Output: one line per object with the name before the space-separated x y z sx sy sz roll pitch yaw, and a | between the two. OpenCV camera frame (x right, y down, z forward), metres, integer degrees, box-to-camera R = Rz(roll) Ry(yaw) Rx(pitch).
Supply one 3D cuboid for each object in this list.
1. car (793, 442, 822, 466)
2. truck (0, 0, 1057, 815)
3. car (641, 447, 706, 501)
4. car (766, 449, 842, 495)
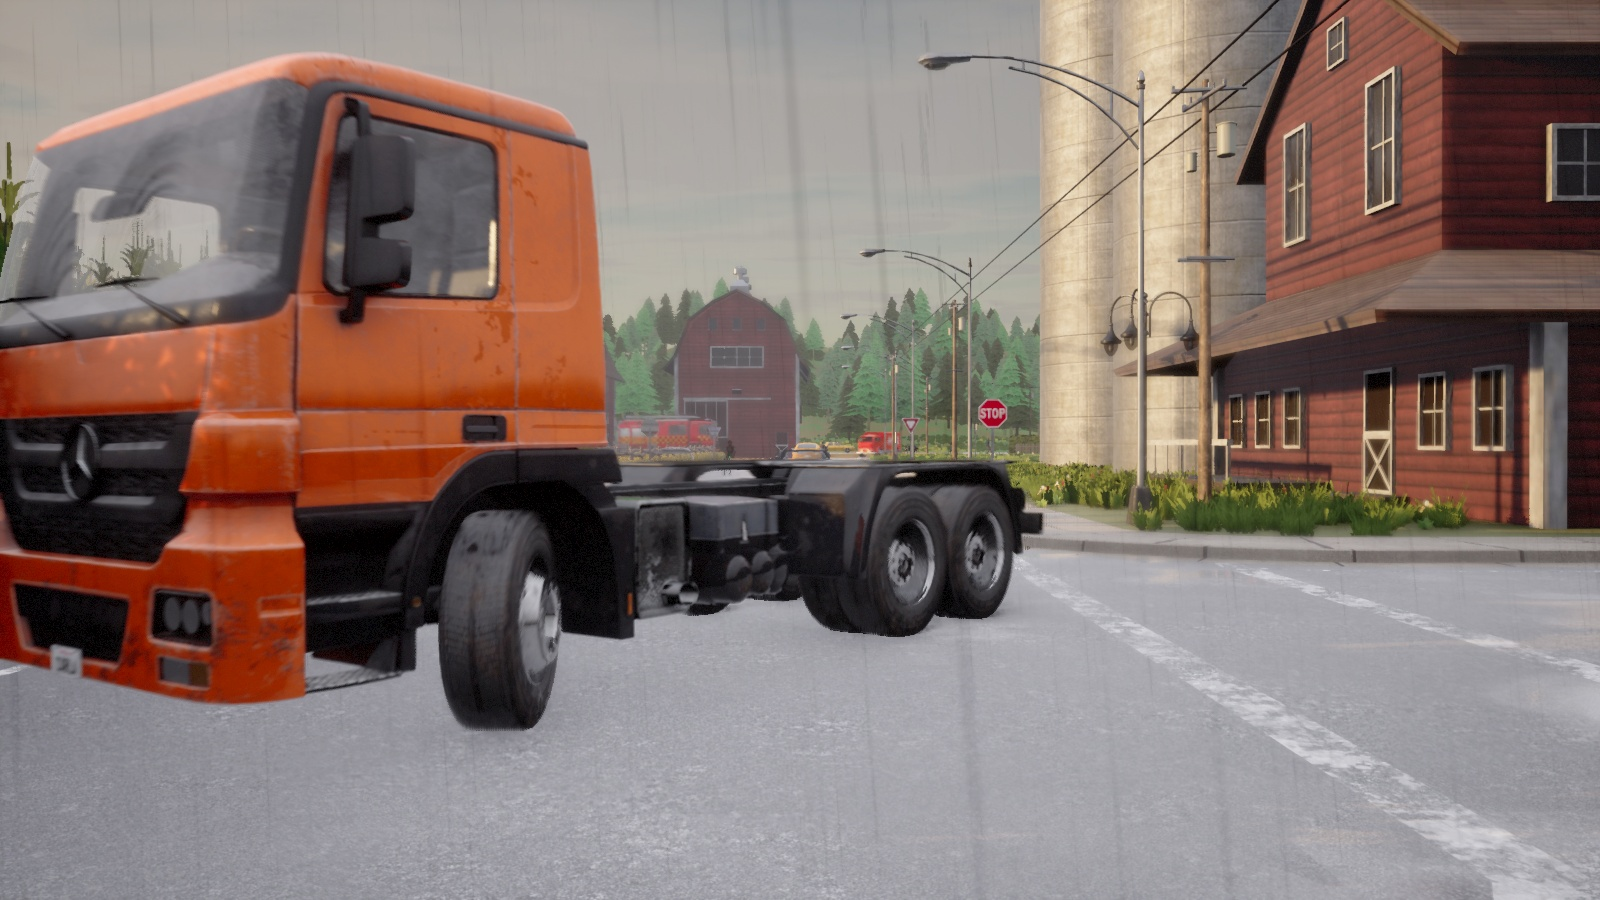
car | 0.483 0.254 83.369 1.882 1.535 5.008 0 0 0
truck | -1.155 -0.293 9.094 2.891 3.462 7.936 0 0 36
car | -3.299 0.613 33.082 1.481 1.376 2.207 0 0 0
car | 0.053 0.631 38.243 1.895 1.301 4.718 0 0 -5
